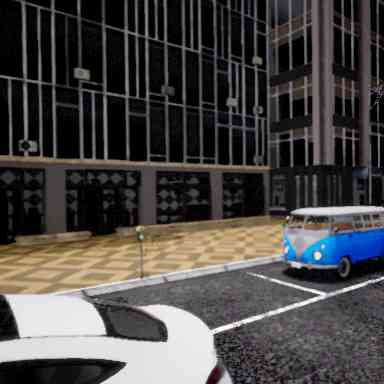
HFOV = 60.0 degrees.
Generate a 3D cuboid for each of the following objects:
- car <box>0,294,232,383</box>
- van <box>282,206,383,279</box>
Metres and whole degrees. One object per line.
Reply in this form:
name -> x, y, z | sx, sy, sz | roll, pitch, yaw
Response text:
car -> -1.824, 1.526, 2.013 | 4.674, 1.442, 1.812 | 0, 0, -35
van -> 4.362, 1.328, 9.685 | 3.998, 1.788, 1.690 | 0, -1, -35
